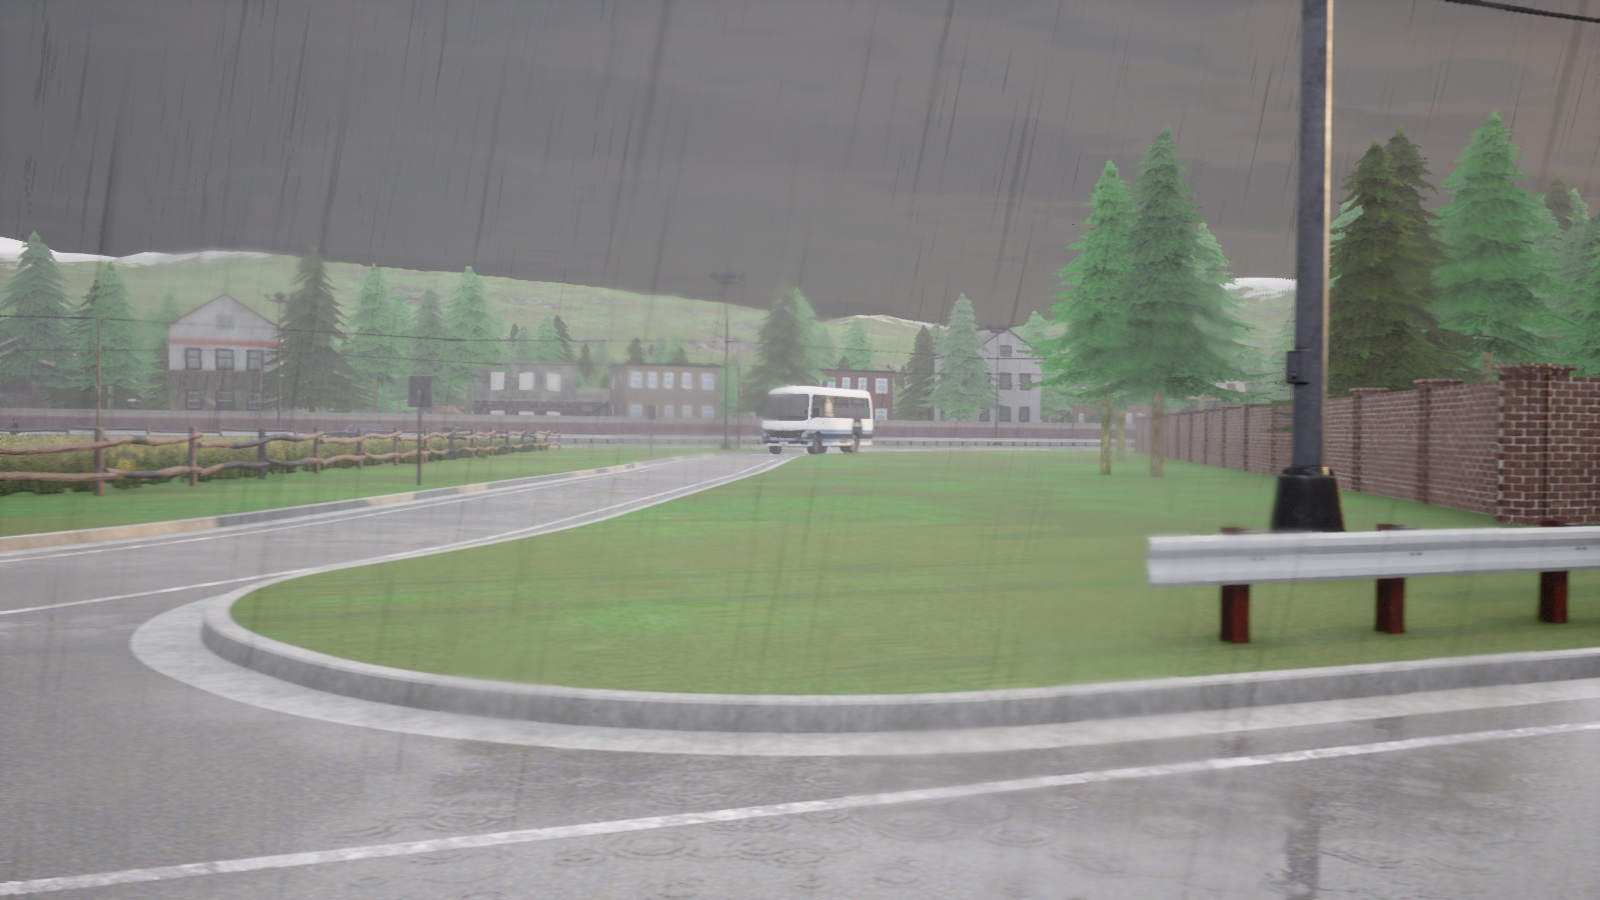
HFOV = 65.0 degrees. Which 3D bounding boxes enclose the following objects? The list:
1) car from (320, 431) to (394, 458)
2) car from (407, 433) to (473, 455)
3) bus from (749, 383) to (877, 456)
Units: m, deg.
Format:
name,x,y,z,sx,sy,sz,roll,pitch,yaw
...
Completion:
name,x,y,z,sx,sy,sz,roll,pitch,yaw
car,-29.564,-0.388,83.822,4.553,1.767,2.097,-1,1,-21
car,-26.492,-0.473,92.447,4.514,1.525,2.007,-1,1,-21
bus,1.026,-1.881,79.367,3.944,4.253,10.273,0,1,27
